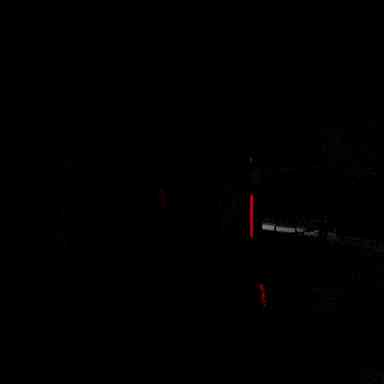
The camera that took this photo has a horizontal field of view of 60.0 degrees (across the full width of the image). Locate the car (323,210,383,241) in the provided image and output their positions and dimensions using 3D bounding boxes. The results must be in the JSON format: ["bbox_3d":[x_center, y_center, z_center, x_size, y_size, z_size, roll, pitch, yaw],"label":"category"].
[{"bbox_3d":[8.417,1.547,15.031,2.033,1.411,5.357,0,0,-20],"label":"car"}]
